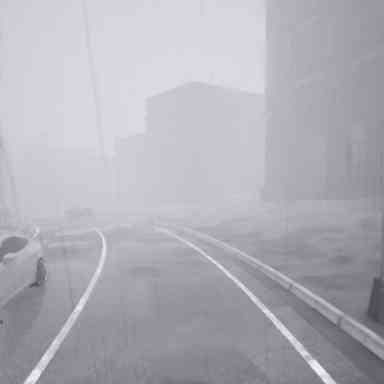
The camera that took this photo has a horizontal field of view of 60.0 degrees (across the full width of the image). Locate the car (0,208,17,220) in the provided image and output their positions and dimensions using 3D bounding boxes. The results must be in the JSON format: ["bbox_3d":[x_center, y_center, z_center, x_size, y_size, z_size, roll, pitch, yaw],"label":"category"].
[{"bbox_3d":[-24.413,2.789,43.014,4.674,1.442,1.812,-4,0,41],"label":"car"}]

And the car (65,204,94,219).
[{"bbox_3d":[-11.809,2.004,34.788,1.812,1.442,4.674,-2,-1,-36],"label":"car"}]

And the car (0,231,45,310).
[{"bbox_3d":[-4.326,1.558,6.577,1.812,1.442,4.674,-1,0,-9],"label":"car"}]
